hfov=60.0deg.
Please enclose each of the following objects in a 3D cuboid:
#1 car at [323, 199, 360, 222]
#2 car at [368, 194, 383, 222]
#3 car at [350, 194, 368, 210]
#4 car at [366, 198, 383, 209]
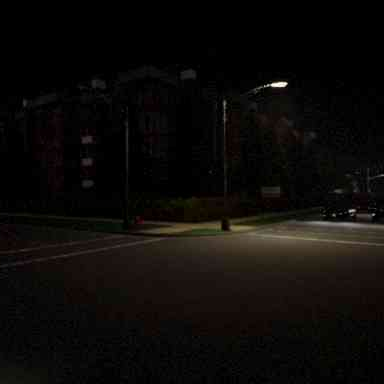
[{"bbox_3d":[12.253,1.561,27.471,1.837,1.490,4.892,-1,0,35],"label":"car"},{"bbox_3d":[15.727,1.246,26.339,2.150,2.045,5.566,-1,0,35],"label":"car"},{"bbox_3d":[19.141,1.282,37.285,2.150,2.045,5.566,-1,-1,35],"label":"car"},{"bbox_3d":[26.113,1.584,47.186,1.812,1.442,4.674,-1,0,35],"label":"car"}]
